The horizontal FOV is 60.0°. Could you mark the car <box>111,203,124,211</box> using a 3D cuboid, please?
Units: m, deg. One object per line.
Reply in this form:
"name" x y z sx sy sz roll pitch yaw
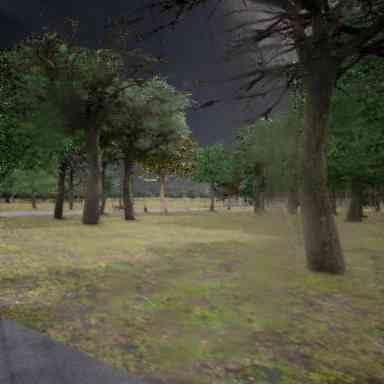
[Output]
"car" -18.762 3.822 87.599 2.150 2.045 5.566 0 -1 36
